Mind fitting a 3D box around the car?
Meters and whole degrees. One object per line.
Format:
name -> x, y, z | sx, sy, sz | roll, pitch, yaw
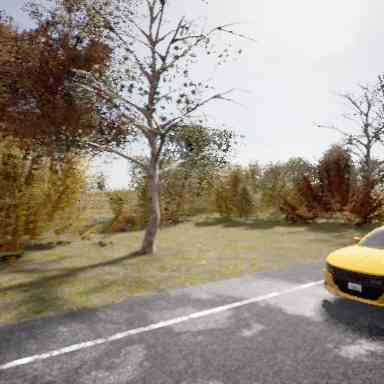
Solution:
car -> 5.038, 1.480, 7.595 | 5.008, 1.535, 1.882 | 0, 0, -36
